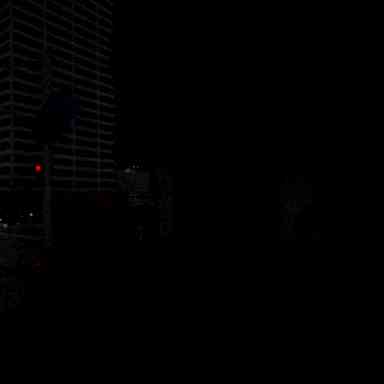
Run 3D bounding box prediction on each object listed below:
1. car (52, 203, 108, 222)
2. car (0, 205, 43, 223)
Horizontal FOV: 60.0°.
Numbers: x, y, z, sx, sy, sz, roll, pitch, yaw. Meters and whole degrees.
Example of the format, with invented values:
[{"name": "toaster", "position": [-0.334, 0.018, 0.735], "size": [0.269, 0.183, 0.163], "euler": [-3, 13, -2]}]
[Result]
[{"name": "car", "position": [-9.874, 1.773, 29.857], "size": [1.882, 1.535, 5.008], "euler": [-1, 0, 35]}, {"name": "car", "position": [-14.245, 1.883, 29.736], "size": [2.033, 1.411, 5.357], "euler": [-1, 0, 35]}]
